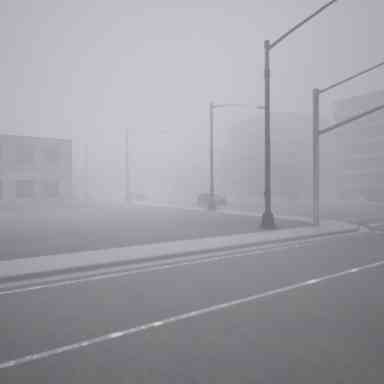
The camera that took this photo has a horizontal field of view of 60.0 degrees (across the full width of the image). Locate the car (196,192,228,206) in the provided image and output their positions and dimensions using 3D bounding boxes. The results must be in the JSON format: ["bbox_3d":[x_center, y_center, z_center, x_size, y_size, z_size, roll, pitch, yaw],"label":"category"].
[{"bbox_3d":[2.498,0.852,41.530,2.097,1.767,4.553,-1,1,-34],"label":"car"}]

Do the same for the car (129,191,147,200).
[{"bbox_3d":[-9.868,0.586,59.700,1.882,1.535,5.008,0,1,-34],"label":"car"}]
